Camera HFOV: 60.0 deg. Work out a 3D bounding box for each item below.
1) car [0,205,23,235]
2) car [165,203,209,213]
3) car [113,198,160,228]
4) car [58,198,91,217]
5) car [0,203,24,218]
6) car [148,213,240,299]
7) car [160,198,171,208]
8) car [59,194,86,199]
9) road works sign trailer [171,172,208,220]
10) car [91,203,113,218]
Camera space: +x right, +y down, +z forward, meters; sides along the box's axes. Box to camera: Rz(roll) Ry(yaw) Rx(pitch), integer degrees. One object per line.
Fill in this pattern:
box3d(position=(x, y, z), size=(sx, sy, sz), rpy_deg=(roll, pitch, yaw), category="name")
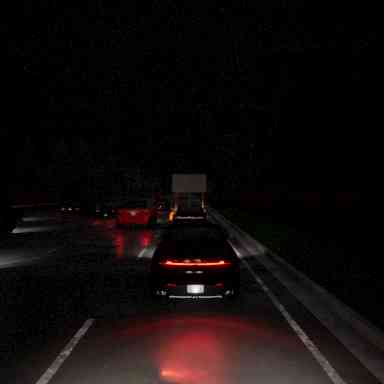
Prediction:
box3d(position=(-10.506, 1.547, 15.827), size=(2.033, 1.411, 5.357), rpy_deg=(0, 0, -1), category="car")
box3d(position=(-0.069, 1.488, 18.828), size=(2.128, 1.511, 4.902), rpy_deg=(0, 0, 1), category="car")
box3d(position=(-3.570, 1.351, 22.232), size=(2.097, 1.767, 4.553), rpy_deg=(0, 0, 0), category="car")
box3d(position=(-10.653, 1.548, 31.535), size=(2.033, 1.411, 5.357), rpy_deg=(0, 0, 0), category="car")
box3d(position=(-14.085, 1.526, 24.149), size=(1.812, 1.442, 4.674), rpy_deg=(0, 0, -1), category="car")
box3d(position=(0.047, 1.505, 8.439), size=(1.837, 1.490, 4.892), rpy_deg=(0, 0, 0), category="car")
box3d(position=(-3.739, 1.500, 41.592), size=(1.837, 1.490, 4.892), rpy_deg=(0, -1, -1), category="car")
box3d(position=(-14.215, 1.222, 39.923), size=(2.150, 2.045, 5.566), rpy_deg=(0, 0, -1), category="car")
box3d(position=(-0.186, 0.464, 22.698), size=(2.380, 3.560, 2.880), rpy_deg=(0, 0, -3), category="road works sign trailer")
box3d(position=(-7.132, 1.601, 29.620), size=(1.895, 1.301, 4.718), rpy_deg=(0, 0, 0), category="car")
